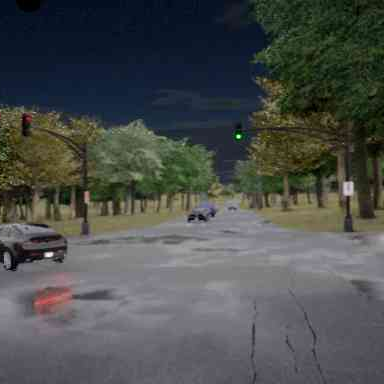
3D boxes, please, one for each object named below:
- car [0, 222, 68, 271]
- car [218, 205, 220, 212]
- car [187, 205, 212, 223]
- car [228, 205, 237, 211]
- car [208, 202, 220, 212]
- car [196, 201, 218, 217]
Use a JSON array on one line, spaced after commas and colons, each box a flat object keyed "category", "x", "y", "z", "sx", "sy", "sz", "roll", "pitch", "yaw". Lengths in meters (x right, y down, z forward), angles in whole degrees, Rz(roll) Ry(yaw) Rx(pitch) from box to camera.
[{"category": "car", "x": -6.525, "y": 1.932, "z": 12.592, "sx": 4.892, "sy": 1.490, "sz": 1.837, "roll": -4, "pitch": -3, "yaw": 42}, {"category": "car", "x": 3.036, "y": 2.722, "z": 52.769, "sx": 2.033, "sy": 1.411, "sz": 5.357, "roll": -1, "pitch": -2, "yaw": 6}, {"category": "car", "x": 0.668, "y": 2.267, "z": 32.775, "sx": 1.895, "sy": 1.301, "sz": 4.718, "roll": -1, "pitch": -1, "yaw": 7}, {"category": "car", "x": 8.858, "y": 3.453, "z": 72.979, "sx": 1.895, "sy": 1.301, "sz": 4.718, "roll": -1, "pitch": -3, "yaw": 6}, {"category": "car", "x": 4.196, "y": 2.858, "z": 62.997, "sx": 2.097, "sy": 1.767, "sz": 4.553, "roll": -1, "pitch": -2, "yaw": 6}, {"category": "car", "x": 1.800, "y": 2.128, "z": 42.580, "sx": 2.150, "sy": 2.045, "sz": 5.566, "roll": -1, "pitch": -1, "yaw": 6}]
